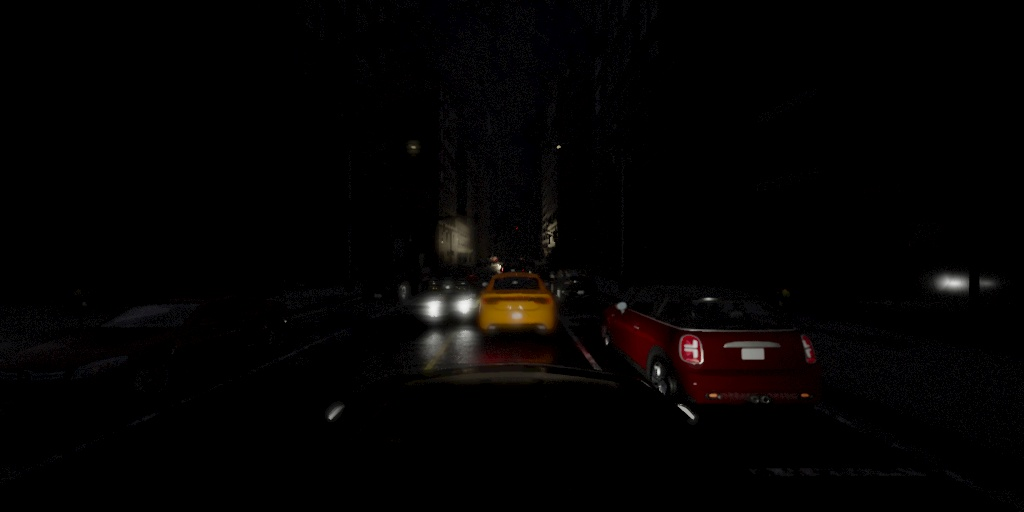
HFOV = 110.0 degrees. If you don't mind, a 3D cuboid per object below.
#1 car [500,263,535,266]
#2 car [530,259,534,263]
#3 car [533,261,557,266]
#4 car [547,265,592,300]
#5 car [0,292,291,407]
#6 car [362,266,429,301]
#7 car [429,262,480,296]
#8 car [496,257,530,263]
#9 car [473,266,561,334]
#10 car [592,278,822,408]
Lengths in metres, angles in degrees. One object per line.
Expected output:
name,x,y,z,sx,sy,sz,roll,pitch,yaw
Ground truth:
car,0.156,1.296,19.919,1.994,1.385,4.181,0,0,0
car,3.088,1.166,65.293,1.967,1.591,4.097,0,0,0
car,2.938,1.291,28.204,1.948,1.339,4.313,0,0,0
car,2.904,1.285,17.202,2.007,1.370,4.403,0,0,0
car,-5.655,1.327,6.226,1.802,1.307,4.207,0,0,0
car,-5.621,1.300,17.228,1.948,1.339,4.313,0,0,0
car,-3.022,1.238,19.368,1.837,1.490,4.892,0,0,0
car,0.113,1.077,28.810,2.097,1.767,4.553,0,0,1
car,0.125,1.218,10.661,1.882,1.535,5.008,0,0,0
car,2.871,1.185,6.199,1.967,1.591,4.097,0,0,0
